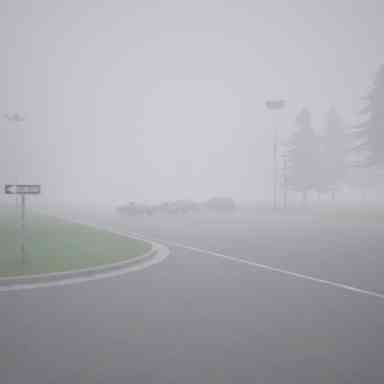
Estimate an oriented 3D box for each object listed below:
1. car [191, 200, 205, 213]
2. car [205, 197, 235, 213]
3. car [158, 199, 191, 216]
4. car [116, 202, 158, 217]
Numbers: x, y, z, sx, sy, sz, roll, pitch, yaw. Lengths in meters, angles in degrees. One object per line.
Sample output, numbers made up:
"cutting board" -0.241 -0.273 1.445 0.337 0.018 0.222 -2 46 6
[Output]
"car" -0.945 1.498 36.574 1.812 1.442 4.674 0 0 -34
"car" 2.773 1.320 37.351 2.097 1.767 4.553 0 0 -34
"car" -2.408 1.578 32.519 1.895 1.301 4.718 0 0 -34
"car" -5.307 1.583 30.556 1.895 1.301 4.718 0 0 -34
